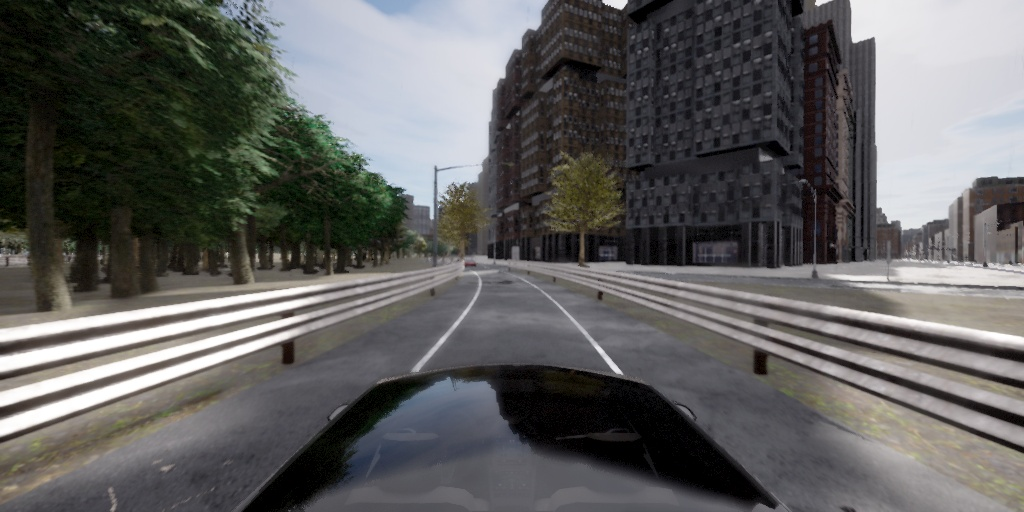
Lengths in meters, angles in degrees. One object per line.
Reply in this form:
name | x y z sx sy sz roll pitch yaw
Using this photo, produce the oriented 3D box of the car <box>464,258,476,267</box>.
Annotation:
car | -7.340 1.076 60.676 1.994 1.385 4.181 0 0 -19
